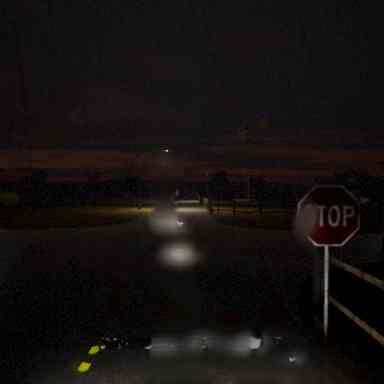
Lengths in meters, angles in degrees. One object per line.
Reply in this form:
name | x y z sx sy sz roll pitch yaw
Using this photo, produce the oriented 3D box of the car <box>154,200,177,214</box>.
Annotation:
car | -2.800 1.598 35.689 1.812 1.442 4.674 0 1 0
